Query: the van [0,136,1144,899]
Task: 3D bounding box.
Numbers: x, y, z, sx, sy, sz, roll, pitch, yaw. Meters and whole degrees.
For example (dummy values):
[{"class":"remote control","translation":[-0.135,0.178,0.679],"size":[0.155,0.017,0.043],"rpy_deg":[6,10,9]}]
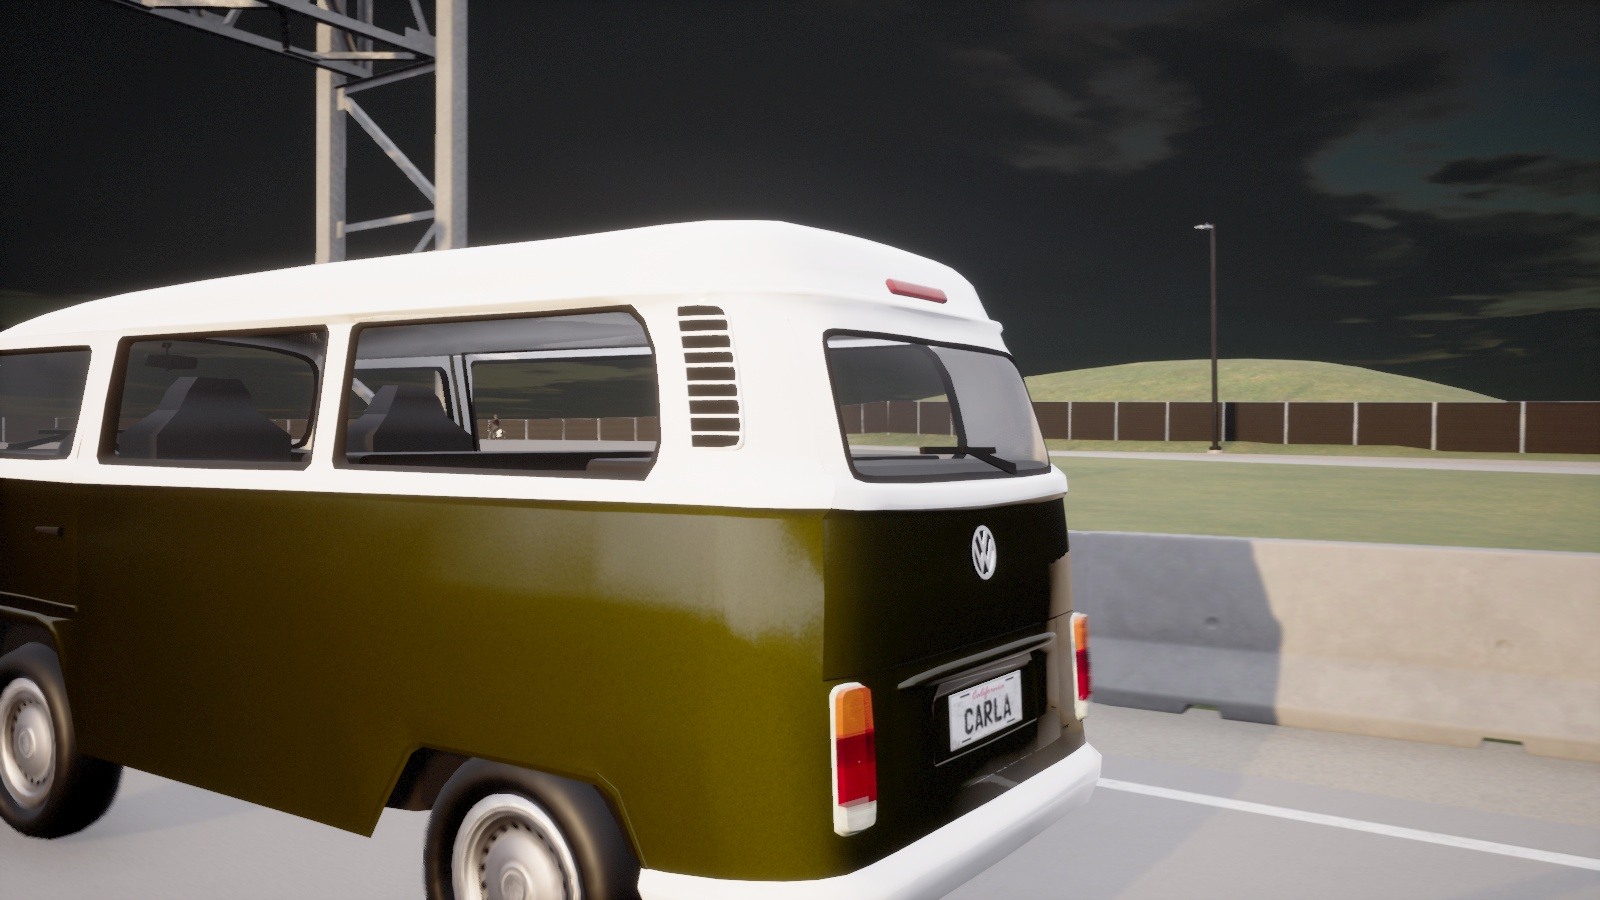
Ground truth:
[{"class":"van","translation":[-1.315,0.407,4.492],"size":[4.480,2.038,2.069],"rpy_deg":[0,1,34]}]
